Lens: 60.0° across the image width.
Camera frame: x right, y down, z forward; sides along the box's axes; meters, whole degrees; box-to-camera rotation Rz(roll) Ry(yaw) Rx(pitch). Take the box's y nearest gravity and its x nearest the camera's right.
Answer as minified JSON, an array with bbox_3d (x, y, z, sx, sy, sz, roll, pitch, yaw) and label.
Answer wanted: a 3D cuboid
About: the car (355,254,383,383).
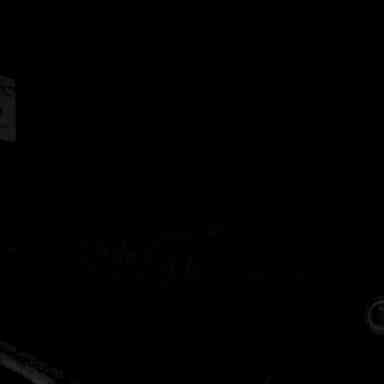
[{"bbox_3d":[3.691,1.299,4.585,2.185,1.767,4.553,1,0,35],"label":"car"}]
